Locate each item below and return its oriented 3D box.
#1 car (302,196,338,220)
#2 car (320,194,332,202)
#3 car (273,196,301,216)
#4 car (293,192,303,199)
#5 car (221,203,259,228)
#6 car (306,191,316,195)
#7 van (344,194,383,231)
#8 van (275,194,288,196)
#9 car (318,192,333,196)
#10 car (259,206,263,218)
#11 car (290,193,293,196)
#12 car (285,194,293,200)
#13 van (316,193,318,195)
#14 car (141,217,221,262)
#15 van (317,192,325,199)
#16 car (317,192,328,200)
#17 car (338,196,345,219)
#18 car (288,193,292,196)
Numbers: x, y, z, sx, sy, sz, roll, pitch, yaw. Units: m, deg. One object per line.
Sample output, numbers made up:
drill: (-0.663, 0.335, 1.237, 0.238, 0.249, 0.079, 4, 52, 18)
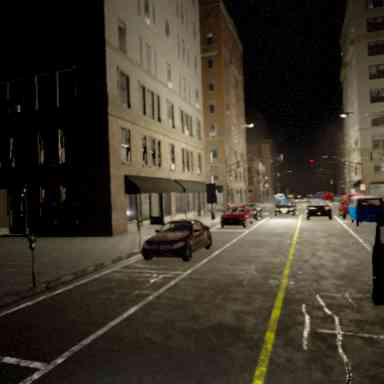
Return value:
car: (10.049, 1.367, 26.437, 2.128, 1.511, 4.902, -2, -1, 20)
car: (26.636, 1.170, 66.234, 2.008, 1.369, 4.403, -2, -1, 19)
car: (8.923, 1.486, 31.735, 2.128, 1.511, 4.902, -2, -1, 19)
car: (26.413, 1.330, 82.227, 1.994, 1.385, 4.181, -2, -1, 19)
car: (3.196, 1.654, 23.252, 1.887, 1.381, 4.507, -2, -1, 19)
car: (27.704, 1.130, 77.571, 2.033, 1.411, 5.357, -2, -1, 19)
van: (10.764, 1.131, 20.628, 1.690, 1.788, 3.998, -2, -1, 19)
van: (15.434, 1.321, 58.670, 1.690, 1.788, 3.998, -2, -1, 19)
car: (24.862, 0.953, 61.126, 2.192, 1.841, 5.009, -2, -1, 19)
car: (5.000, 1.657, 28.459, 1.947, 1.339, 4.313, -2, -1, 19)
car: (20.754, 1.467, 73.992, 1.887, 1.381, 4.507, -2, -1, 19)
car: (26.011, 1.390, 89.157, 1.752, 1.417, 4.829, -2, -1, 19)
van: (30.157, 0.922, 76.456, 1.690, 1.788, 3.998, -2, -1, 19)
car: (-0.411, 1.728, 12.836, 1.802, 1.307, 4.206, -2, -1, 19)
van: (33.687, 0.884, 86.677, 1.690, 1.788, 3.998, -2, -1, 19)
car: (31.921, 0.877, 81.567, 2.192, 1.841, 5.009, -2, -1, 19)
car: (12.567, 1.086, 25.836, 2.192, 1.841, 5.009, -2, -1, 19)
car: (18.984, 1.508, 68.884, 1.947, 1.339, 4.313, -2, -1, 19)
